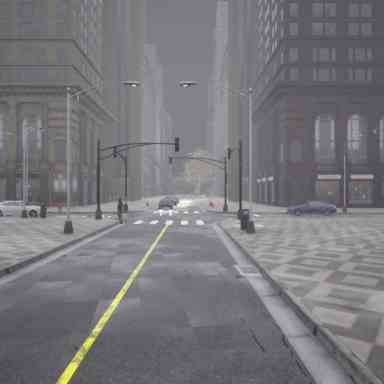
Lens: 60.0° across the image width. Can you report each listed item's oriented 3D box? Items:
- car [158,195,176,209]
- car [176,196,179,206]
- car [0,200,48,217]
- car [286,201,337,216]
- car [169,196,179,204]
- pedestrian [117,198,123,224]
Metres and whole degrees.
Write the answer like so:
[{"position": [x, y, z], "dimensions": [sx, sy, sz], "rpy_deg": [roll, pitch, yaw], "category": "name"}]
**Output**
[{"position": [-3.458, 1.546, 44.496], "dimensions": [2.033, 1.411, 5.357], "rpy_deg": [0, 0, -4], "category": "car"}, {"position": [-3.502, 1.354, 54.458], "dimensions": [2.097, 1.767, 4.553], "rpy_deg": [0, 0, 0], "category": "car"}, {"position": [-15.062, 1.474, 29.056], "dimensions": [4.674, 1.442, 1.812], "rpy_deg": [0, 0, -2], "category": "car"}, {"position": [11.633, 1.564, 32.455], "dimensions": [4.674, 1.442, 1.812], "rpy_deg": [0, 0, 1], "category": "car"}, {"position": [-3.531, 1.539, 65.624], "dimensions": [1.812, 1.442, 4.674], "rpy_deg": [0, 0, 0], "category": "car"}, {"position": [-4.989, 1.293, 23.044], "dimensions": [0.375, 1.860, 0.375], "rpy_deg": [0, 0, 0], "category": "pedestrian"}]
